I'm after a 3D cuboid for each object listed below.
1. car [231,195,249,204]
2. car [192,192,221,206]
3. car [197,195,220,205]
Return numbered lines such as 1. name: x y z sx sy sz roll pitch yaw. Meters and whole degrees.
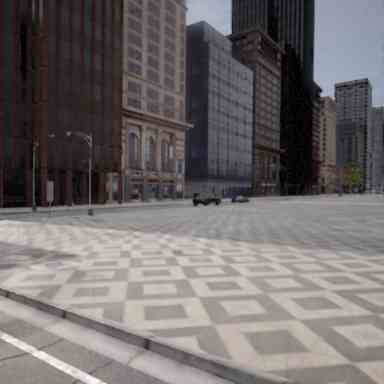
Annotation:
1. car: 8.739 1.348 60.227 1.812 1.442 4.674 1 1 35
2. car: 2.255 1.091 50.990 2.150 2.045 5.566 1 1 35
3. car: 2.919 1.324 57.202 1.812 1.442 4.674 1 1 35
